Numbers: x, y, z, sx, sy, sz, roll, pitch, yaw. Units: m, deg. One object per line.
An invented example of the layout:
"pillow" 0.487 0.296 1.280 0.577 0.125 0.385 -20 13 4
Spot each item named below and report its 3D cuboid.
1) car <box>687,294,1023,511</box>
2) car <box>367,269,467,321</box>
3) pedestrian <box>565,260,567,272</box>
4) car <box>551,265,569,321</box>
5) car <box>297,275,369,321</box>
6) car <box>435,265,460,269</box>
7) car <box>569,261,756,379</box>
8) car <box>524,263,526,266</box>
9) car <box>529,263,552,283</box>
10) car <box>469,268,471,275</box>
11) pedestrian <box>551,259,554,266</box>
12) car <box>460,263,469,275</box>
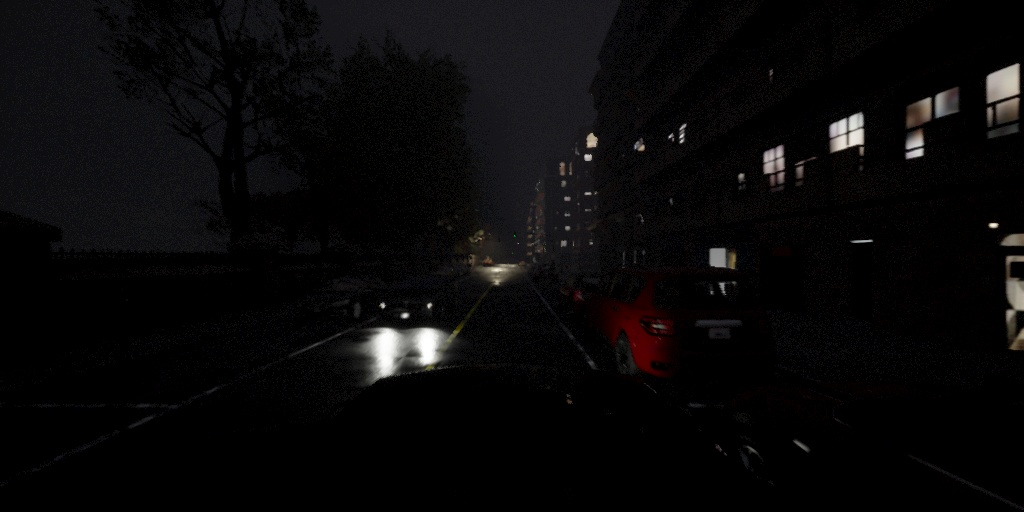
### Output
"car" 2.692 1.188 1.392 1.967 1.591 4.097 0 0 0
"car" -3.105 1.367 13.065 2.033 1.411 5.357 0 0 0
"pedestrian" 8.120 1.468 53.597 0.375 1.860 0.375 0 0 0
"car" 2.689 1.258 12.653 1.967 1.591 4.097 0 0 0
"car" -5.692 1.367 12.649 2.007 1.370 4.403 0 0 0
"car" -5.697 1.450 29.369 1.751 1.417 4.829 0 0 0
"car" 2.690 1.098 7.022 2.192 1.841 5.009 0 0 0
"car" 2.680 1.529 40.974 1.751 1.417 4.829 0 0 0
"car" 2.683 1.367 29.542 1.967 1.591 4.097 0 0 0
"car" -5.701 1.528 40.630 1.751 1.417 4.829 0 0 0
"pedestrian" 6.120 1.244 54.197 0.375 1.860 0.375 0 0 0
"car" -5.698 1.514 35.169 2.007 1.370 4.403 0 0 0
